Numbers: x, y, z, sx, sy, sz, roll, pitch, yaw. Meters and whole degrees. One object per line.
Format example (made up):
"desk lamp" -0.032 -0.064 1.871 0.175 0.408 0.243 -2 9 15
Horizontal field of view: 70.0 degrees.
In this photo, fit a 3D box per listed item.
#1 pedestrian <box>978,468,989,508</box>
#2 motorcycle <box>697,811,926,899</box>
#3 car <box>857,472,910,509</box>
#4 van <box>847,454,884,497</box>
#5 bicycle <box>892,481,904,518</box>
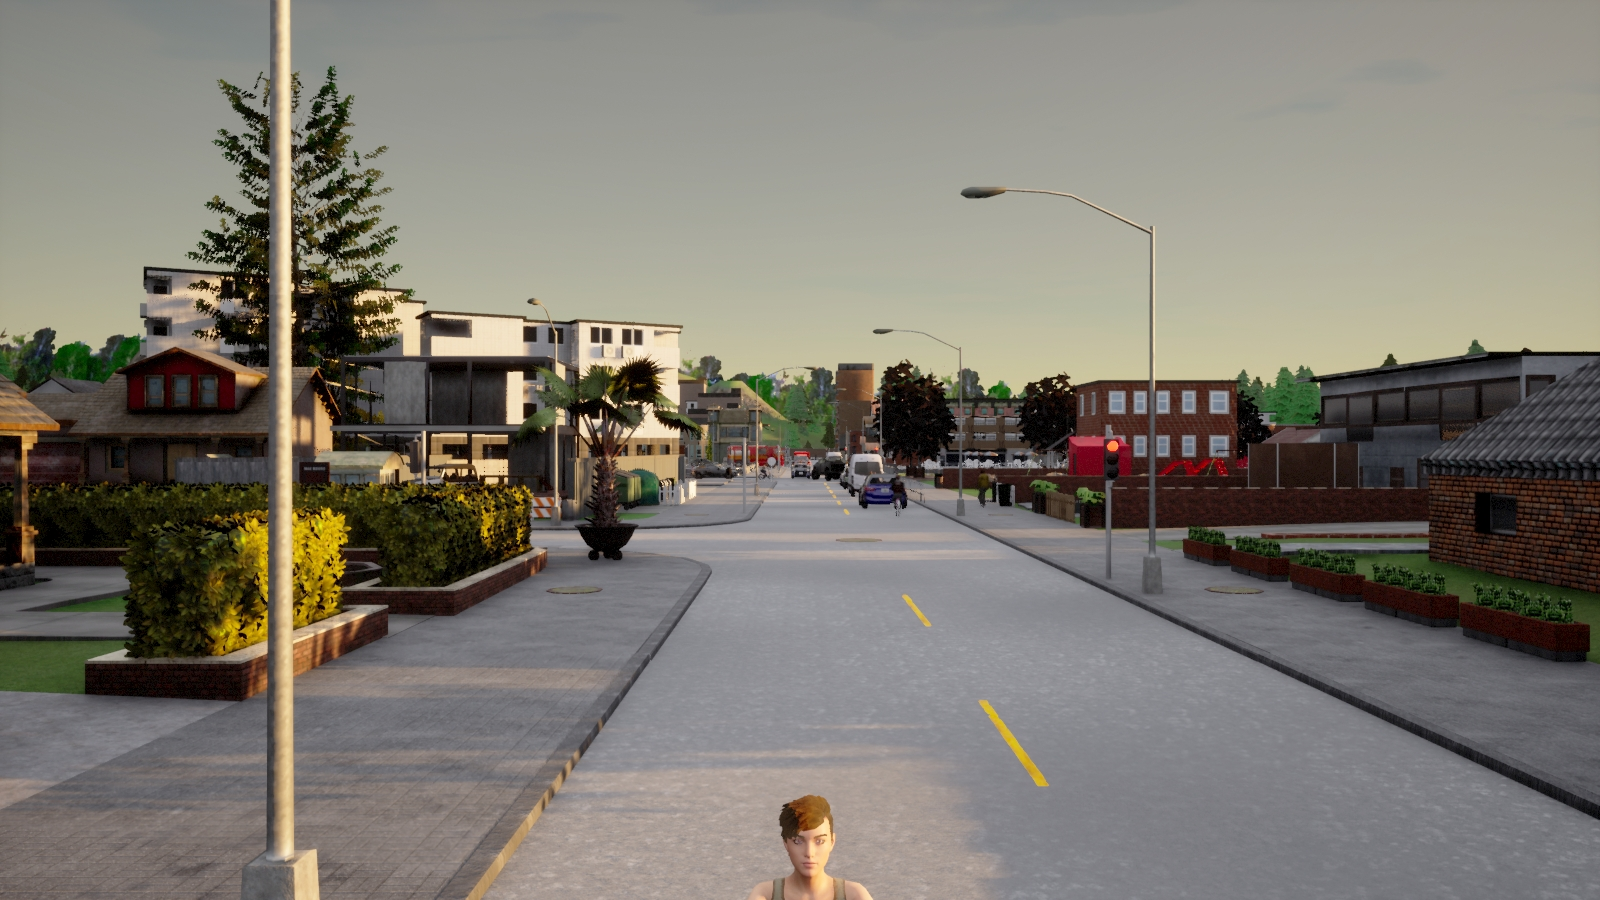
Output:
"pedestrian" 8.470 1.744 52.823 0.375 1.860 0.375 0 0 -24
"motorcycle" 0.039 2.155 3.558 0.764 1.307 2.356 0 0 0
"car" 4.046 1.967 56.171 2.242 1.667 4.611 0 0 0
"van" 4.045 1.534 71.213 1.988 2.561 5.915 0 0 0
"bicycle" 4.087 2.060 47.853 0.329 1.471 1.835 0 0 0
